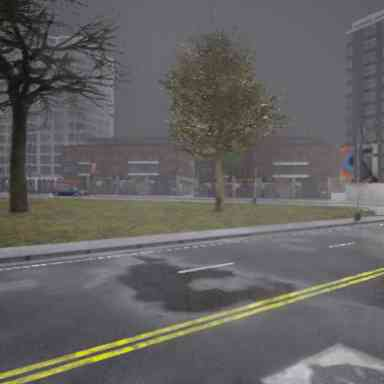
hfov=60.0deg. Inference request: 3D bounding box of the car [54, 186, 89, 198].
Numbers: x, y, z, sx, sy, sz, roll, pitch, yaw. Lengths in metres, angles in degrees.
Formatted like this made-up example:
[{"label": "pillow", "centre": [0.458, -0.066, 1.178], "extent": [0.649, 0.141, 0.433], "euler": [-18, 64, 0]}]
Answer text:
[{"label": "car", "centre": [-16.424, -0.058, 45.557], "extent": [4.553, 1.767, 2.097], "euler": [1, 0, 11]}]
